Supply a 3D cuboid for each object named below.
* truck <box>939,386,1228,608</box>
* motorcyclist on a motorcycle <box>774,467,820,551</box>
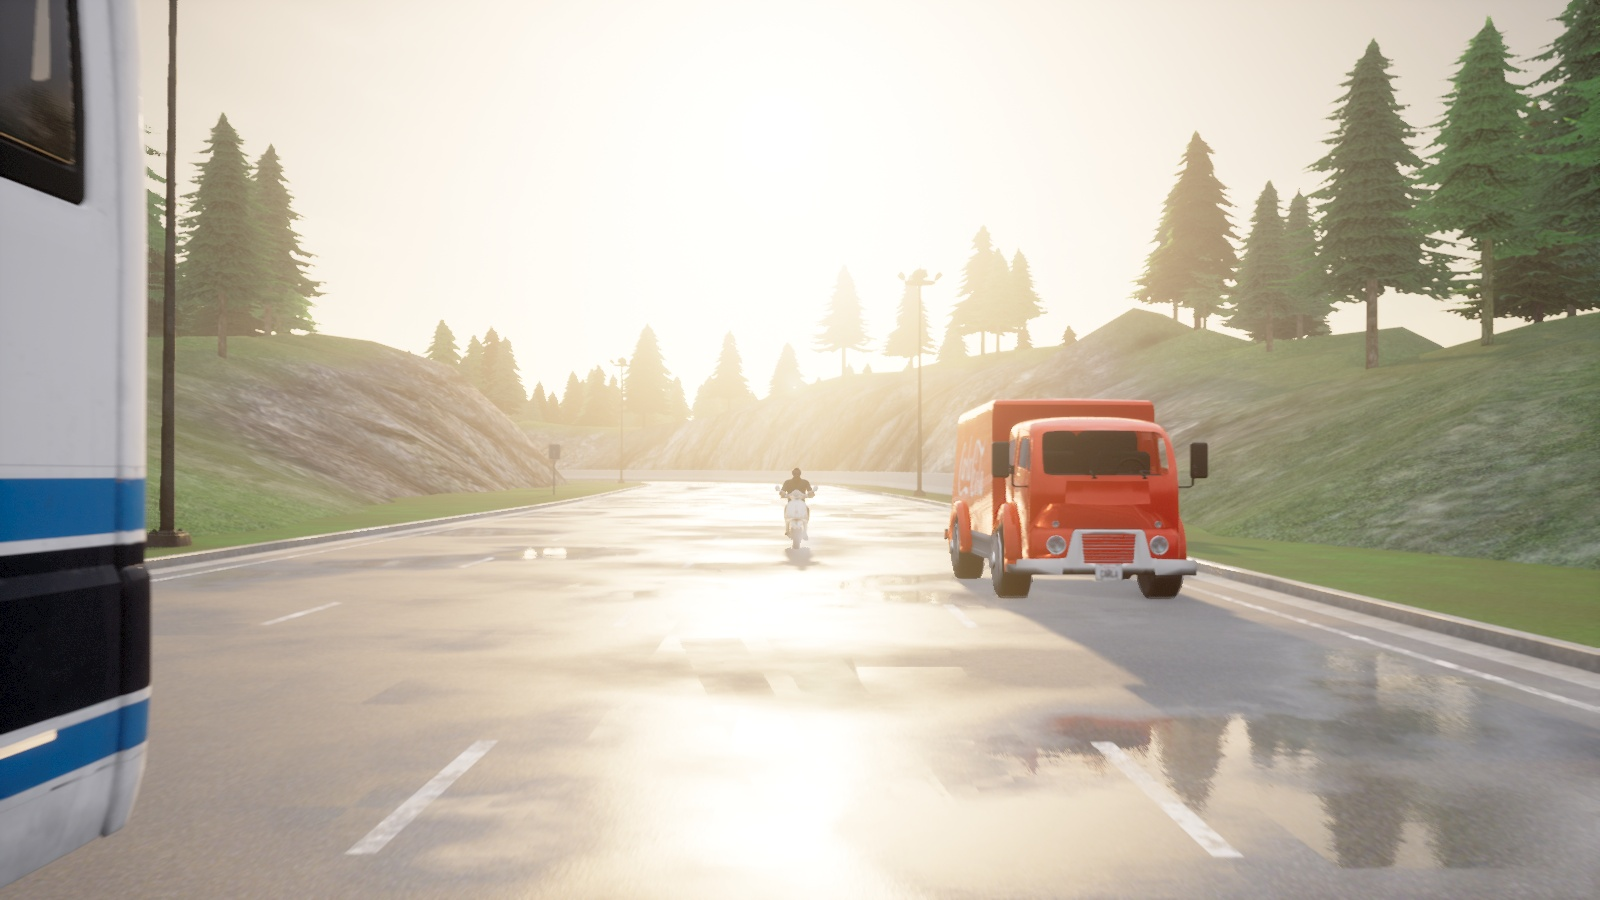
[{"bbox_3d":[3.458,0.560,16.638,2.627,2.467,5.204,0,-1,0],"label":"truck"},{"bbox_3d":[-0.060,1.135,24.733,0.866,1.590,1.817,0,-1,0],"label":"motorcyclist on a motorcycle"}]
